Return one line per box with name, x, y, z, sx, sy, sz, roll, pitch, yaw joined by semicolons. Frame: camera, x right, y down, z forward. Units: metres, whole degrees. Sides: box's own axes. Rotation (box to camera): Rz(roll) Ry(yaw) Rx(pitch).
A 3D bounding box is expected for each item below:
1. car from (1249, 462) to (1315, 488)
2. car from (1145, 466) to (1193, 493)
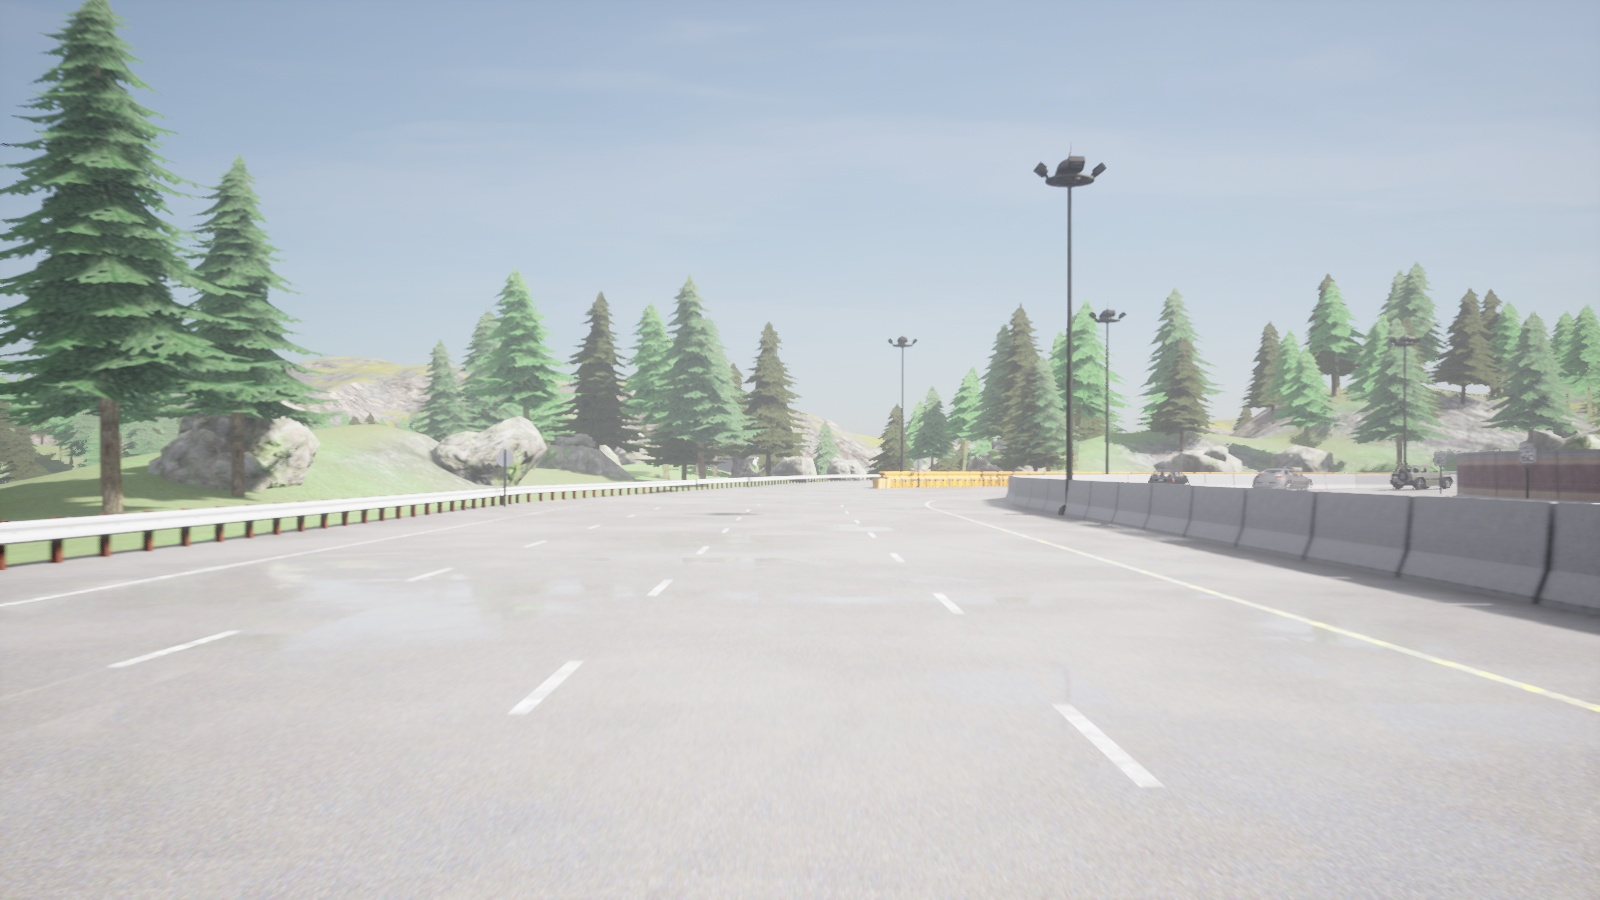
car;30.800;1.578;80.239;2.152;1.651;5.027;-1;-1;44
car;22.117;1.744;75.159;1.789;1.549;3.705;-1;-1;33
